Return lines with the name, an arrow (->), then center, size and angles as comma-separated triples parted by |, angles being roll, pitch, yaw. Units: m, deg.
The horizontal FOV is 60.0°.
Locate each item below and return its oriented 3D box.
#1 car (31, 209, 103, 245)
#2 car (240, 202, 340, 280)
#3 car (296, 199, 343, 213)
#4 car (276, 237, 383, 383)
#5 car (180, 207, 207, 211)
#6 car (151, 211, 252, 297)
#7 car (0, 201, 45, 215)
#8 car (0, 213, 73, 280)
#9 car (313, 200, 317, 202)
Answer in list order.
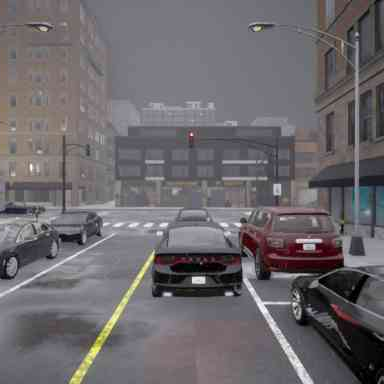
car -> -5.406, 1.565, 15.493 | 1.947, 1.339, 4.313 | 0, 0, 0
car -> 2.625, 1.314, 9.840 | 2.192, 1.841, 5.009 | 0, 0, 0
car -> 14.447, 1.605, 37.836 | 4.674, 1.442, 1.812 | 0, 0, 0
car -> 2.631, 1.566, 4.178 | 1.947, 1.339, 4.313 | 0, 0, 0
car -> 0.062, 1.504, 16.162 | 1.837, 1.490, 4.892 | 0, 0, 0
car -> 0.064, 1.477, 8.620 | 1.882, 1.535, 5.008 | 0, 0, -1
car -> -16.201, 1.529, 30.979 | 4.718, 1.301, 1.895 | 0, 0, 0
car -> -5.400, 1.550, 9.831 | 2.008, 1.369, 4.403 | 0, 0, 0
car -> 15.258, 1.305, 34.610 | 5.566, 2.045, 2.150 | 0, 0, 0
